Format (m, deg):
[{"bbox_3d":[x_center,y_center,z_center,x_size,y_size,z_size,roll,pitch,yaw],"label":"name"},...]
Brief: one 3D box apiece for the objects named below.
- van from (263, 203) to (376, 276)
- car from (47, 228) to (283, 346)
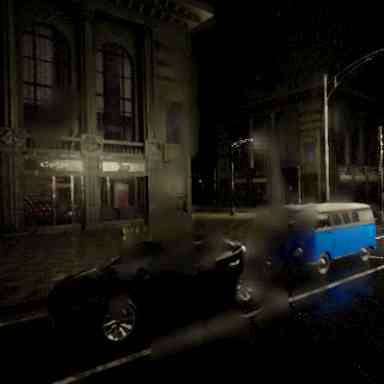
[{"bbox_3d":[3.805,1.247,9.781,3.998,1.788,1.690,-1,0,-38],"label":"van"},{"bbox_3d":[-0.449,1.564,6.442,4.313,1.339,1.947,-1,0,-38],"label":"car"}]
